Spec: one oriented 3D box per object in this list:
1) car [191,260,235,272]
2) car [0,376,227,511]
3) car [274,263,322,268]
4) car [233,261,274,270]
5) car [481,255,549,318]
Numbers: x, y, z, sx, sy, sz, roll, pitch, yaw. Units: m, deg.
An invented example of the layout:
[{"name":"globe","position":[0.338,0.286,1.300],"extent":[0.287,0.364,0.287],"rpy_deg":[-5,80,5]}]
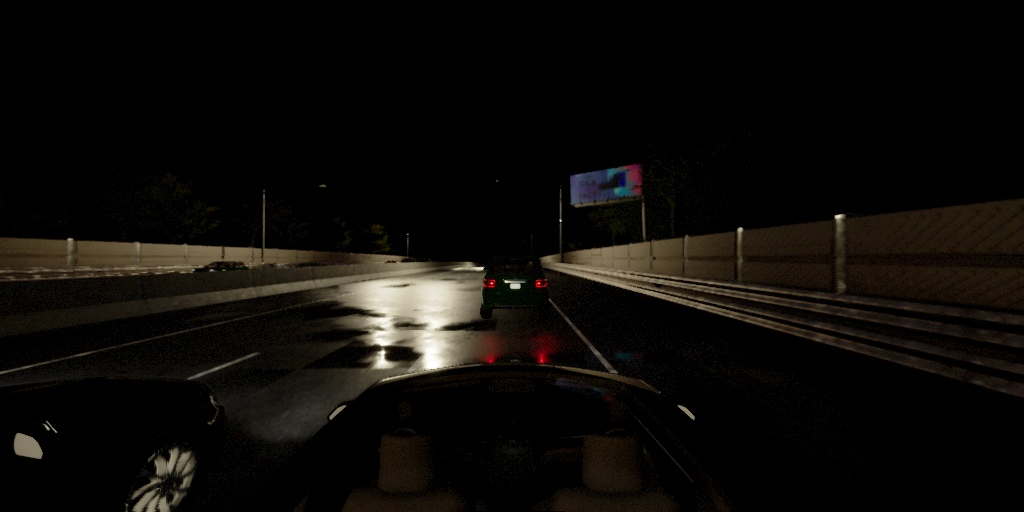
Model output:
[{"name":"car","position":[-24.599,1.232,30.350],"extent":[2.097,1.767,4.553],"rpy_deg":[0,0,0]},{"name":"car","position":[-3.400,1.254,1.117],"extent":[1.837,1.490,4.892],"rpy_deg":[0,0,0]},{"name":"car","position":[-17.601,1.361,30.680],"extent":[1.882,1.535,5.008],"rpy_deg":[0,0,0]},{"name":"car","position":[-21.100,1.378,31.153],"extent":[2.128,1.511,4.902],"rpy_deg":[0,0,0]},{"name":"car","position":[0.097,0.999,13.282],"extent":[2.150,2.045,5.566],"rpy_deg":[0,0,0]}]
